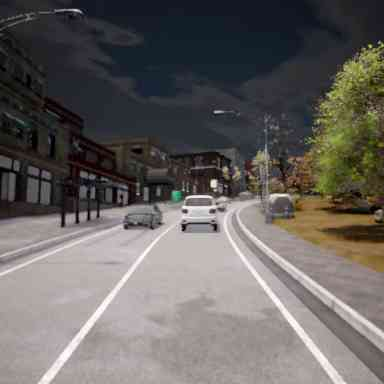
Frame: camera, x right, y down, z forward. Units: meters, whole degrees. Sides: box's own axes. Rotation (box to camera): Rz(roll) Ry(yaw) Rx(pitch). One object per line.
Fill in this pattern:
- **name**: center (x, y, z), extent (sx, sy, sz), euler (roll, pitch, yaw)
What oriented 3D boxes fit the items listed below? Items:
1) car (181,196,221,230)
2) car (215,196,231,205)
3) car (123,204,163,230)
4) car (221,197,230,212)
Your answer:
- **car**: center (0.556, 1.248, 21.345), extent (2.150, 2.045, 5.566), euler (-1, 0, 4)
- **car**: center (5.823, 1.597, 62.499), extent (1.812, 1.442, 4.674), euler (-2, -1, 20)
- **car**: center (-3.088, 1.559, 21.654), extent (1.837, 1.490, 4.892), euler (-1, 0, 4)
- **car**: center (3.035, 1.620, 39.463), extent (1.895, 1.301, 4.718), euler (-1, 0, 11)
